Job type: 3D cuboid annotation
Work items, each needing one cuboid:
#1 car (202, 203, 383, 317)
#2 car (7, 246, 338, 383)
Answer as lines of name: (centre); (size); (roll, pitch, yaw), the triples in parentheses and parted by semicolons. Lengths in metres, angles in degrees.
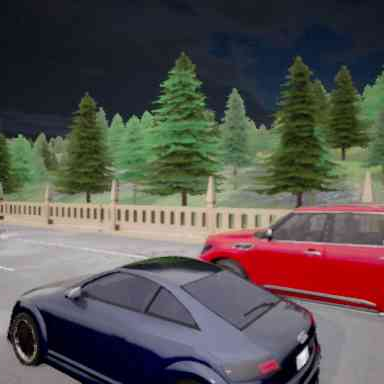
car: (2.689, 1.223, 6.361); (5.566, 2.045, 2.150); (0, 0, 35)
car: (-0.570, 1.566, 4.374); (4.181, 1.385, 1.994); (0, 0, 35)
